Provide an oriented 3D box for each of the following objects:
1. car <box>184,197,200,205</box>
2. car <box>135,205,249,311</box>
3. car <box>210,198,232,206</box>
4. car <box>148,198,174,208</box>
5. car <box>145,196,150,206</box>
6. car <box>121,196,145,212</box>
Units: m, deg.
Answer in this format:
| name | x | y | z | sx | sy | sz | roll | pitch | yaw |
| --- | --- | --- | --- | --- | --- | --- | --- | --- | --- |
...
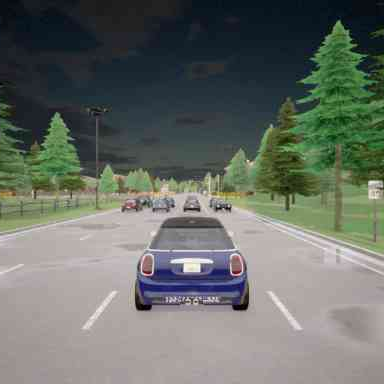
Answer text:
| name | x | y | z | sx | sy | sz | roll | pitch | yaw |
| --- | --- | --- | --- | --- | --- | --- | --- | --- | --- |
| car | 0.000 | 1.564 | 38.969 | 1.994 | 1.385 | 4.181 | 0 | 0 | 0 |
| car | 0.000 | 1.352 | 7.942 | 2.097 | 1.767 | 4.553 | 0 | 0 | 0 |
| car | 3.500 | 1.601 | 39.032 | 1.895 | 1.301 | 4.718 | 0 | 0 | 0 |
| car | -3.500 | 1.547 | 38.586 | 2.033 | 1.411 | 5.357 | 0 | 0 | 0 |
| car | -7.000 | 1.352 | 48.976 | 2.097 | 1.767 | 4.553 | 0 | 0 | 0 |
| car | -7.000 | 1.526 | 39.002 | 1.812 | 1.442 | 4.674 | 0 | 0 | 0 |
